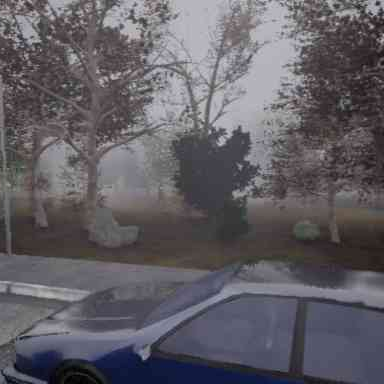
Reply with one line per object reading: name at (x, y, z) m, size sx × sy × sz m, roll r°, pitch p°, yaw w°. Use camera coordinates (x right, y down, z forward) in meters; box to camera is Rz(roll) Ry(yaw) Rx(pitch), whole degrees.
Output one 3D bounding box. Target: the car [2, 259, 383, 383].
car at (0.892, 1.432, 3.158) m, size 5.357 × 1.411 × 2.033 m, roll 0°, pitch 2°, yaw 19°
